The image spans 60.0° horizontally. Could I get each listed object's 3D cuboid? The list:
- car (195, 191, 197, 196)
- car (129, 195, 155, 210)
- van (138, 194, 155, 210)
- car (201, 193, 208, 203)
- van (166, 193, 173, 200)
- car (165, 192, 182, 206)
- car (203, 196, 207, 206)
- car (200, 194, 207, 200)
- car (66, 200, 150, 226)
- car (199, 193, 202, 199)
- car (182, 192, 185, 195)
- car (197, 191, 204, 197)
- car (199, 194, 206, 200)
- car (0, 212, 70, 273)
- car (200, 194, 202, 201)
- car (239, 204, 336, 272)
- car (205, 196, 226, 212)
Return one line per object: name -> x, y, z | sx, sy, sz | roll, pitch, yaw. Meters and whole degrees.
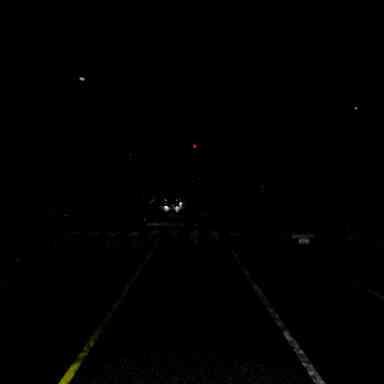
car -> 2.761, 1.022, 91.360 | 2.192, 1.841, 5.009 | 0, 0, 0
car -> -5.763, 1.225, 37.176 | 2.192, 1.841, 5.009 | 0, 0, 0
van -> -5.763, 1.235, 42.596 | 1.690, 1.788, 3.998 | 0, 0, 0
car -> 2.762, 1.316, 47.998 | 1.967, 1.590, 4.097 | 0, 0, 0
van -> -5.765, 1.071, 85.959 | 1.690, 1.788, 3.998 | 0, 0, 0
car -> -3.060, 1.215, 51.894 | 2.097, 1.767, 4.553 | 0, 0, 0
car -> 2.762, 1.475, 42.578 | 1.802, 1.307, 4.206 | 0, 0, 0
car -> 2.760, 1.277, 80.690 | 1.752, 1.417, 4.829 | 0, 0, 0
car -> -5.890, 1.516, 22.624 | 5.357, 1.411, 2.033 | -1, 0, 0
car -> 2.761, 1.363, 64.259 | 1.887, 1.381, 4.507 | 0, 0, 0
car -> -3.006, 1.305, 67.357 | 1.837, 1.490, 4.892 | 0, 1, 0
car -> 2.761, 1.090, 75.099 | 2.192, 1.841, 5.009 | 0, 0, 0
car -> 2.760, 1.254, 86.110 | 1.752, 1.417, 4.829 | 0, 0, 0
car -> -5.763, 1.547, 10.617 | 1.947, 1.339, 4.313 | 0, 0, 0
car -> 2.761, 1.420, 58.839 | 1.802, 1.307, 4.206 | 0, 0, 0
car -> 2.763, 1.296, 10.599 | 2.192, 1.841, 5.009 | 0, 0, 0
car -> 2.762, 1.476, 37.158 | 1.947, 1.339, 4.313 | 0, 0, 0
